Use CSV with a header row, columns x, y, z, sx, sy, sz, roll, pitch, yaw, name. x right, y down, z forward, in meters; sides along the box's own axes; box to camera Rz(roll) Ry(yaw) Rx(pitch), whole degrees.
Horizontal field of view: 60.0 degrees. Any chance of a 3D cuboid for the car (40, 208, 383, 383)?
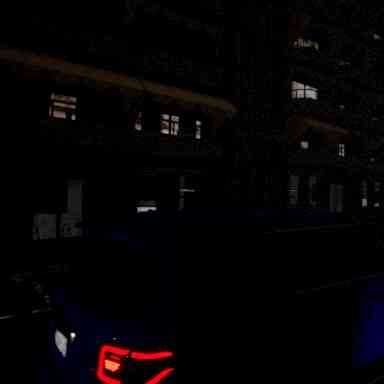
x,y,z,sx,sy,sz,roll,pitch,yaw,name
1.172,1.225,4.116,5.566,2.045,2.150,0,0,-36,car
